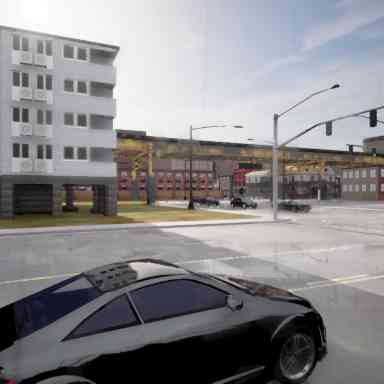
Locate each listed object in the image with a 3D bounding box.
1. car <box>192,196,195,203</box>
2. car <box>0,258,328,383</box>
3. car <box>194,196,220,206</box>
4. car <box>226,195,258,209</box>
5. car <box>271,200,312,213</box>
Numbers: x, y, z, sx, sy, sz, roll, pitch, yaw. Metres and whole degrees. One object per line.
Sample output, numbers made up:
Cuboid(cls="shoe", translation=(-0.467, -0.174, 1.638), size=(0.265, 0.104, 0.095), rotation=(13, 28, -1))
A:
Cuboid(cls="car", translation=(0.775, 1.547, 65.799), size=(2.033, 1.411, 5.357), rotation=(0, 0, 3))
Cuboid(cls="car", translation=(-0.331, 1.564, 4.088), size=(4.181, 1.385, 1.994), rotation=(0, 0, -30))
Cuboid(cls="car", translation=(2.735, 1.547, 55.310), size=(2.033, 1.411, 5.357), rotation=(0, 0, -21))
Cuboid(cls="car", translation=(7.079, 1.505, 45.771), size=(1.837, 1.490, 4.892), rotation=(0, 0, -25))
Cuboid(cls="car", translation=(11.095, 1.601, 37.298), size=(1.895, 1.301, 4.718), rotation=(0, 0, -26))
